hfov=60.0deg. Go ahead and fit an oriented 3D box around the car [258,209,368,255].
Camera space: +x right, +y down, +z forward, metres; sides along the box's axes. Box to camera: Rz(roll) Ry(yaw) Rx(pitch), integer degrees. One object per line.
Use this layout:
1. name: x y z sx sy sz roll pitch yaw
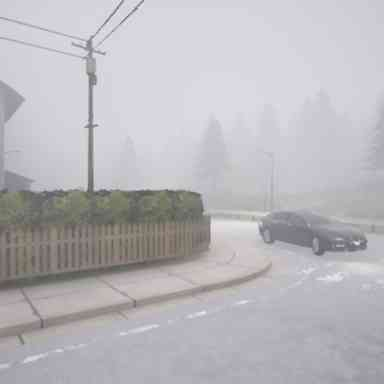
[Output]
1. car: 4.618 1.496 13.459 1.837 1.490 4.892 0 0 -24
